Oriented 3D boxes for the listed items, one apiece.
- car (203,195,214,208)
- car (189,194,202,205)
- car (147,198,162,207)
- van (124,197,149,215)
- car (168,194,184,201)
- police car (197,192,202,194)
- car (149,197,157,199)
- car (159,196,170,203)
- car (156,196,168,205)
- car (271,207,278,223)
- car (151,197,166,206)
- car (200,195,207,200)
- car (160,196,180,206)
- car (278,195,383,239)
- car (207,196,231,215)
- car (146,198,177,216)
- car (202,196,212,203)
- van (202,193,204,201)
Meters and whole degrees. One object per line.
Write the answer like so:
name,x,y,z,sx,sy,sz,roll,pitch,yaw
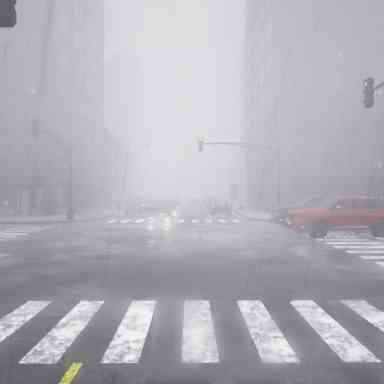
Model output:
car,2.883,1.443,44.730,1.967,1.590,4.097,0,0,0
car,0.389,1.549,57.747,2.033,1.411,5.357,0,0,1
car,-5.614,1.584,50.436,1.802,1.307,4.206,0,0,0
van,-5.698,1.343,33.431,1.690,1.788,3.998,0,0,0
car,-2.829,1.550,53.879,2.033,1.411,5.357,0,0,1
police car,2.754,1.420,79.498,1.930,1.638,5.238,0,0,0
car,-5.670,1.442,39.100,1.967,1.590,4.097,0,0,0
car,-5.530,1.566,67.441,1.947,1.339,4.313,0,0,0
car,-5.559,1.526,61.603,1.752,1.417,4.829,0,0,0
car,7.789,1.227,20.688,5.566,2.045,2.150,0,0,0
car,-5.586,1.568,56.105,1.947,1.339,4.313,0,0,0
car,3.108,1.557,90.084,1.947,1.339,4.313,0,0,0
car,-2.890,1.603,43.189,1.895,1.301,4.718,0,0,1
car,7.655,1.232,17.069,5.566,2.045,2.150,0,0,-7
car,2.828,1.442,33.392,1.967,1.590,4.097,0,0,0
car,-2.940,1.602,33.206,1.895,1.301,4.718,0,0,3
car,2.996,1.551,67.407,2.008,1.369,4.403,0,0,0
van,2.939,1.343,56.068,1.690,1.788,3.998,0,0,0
